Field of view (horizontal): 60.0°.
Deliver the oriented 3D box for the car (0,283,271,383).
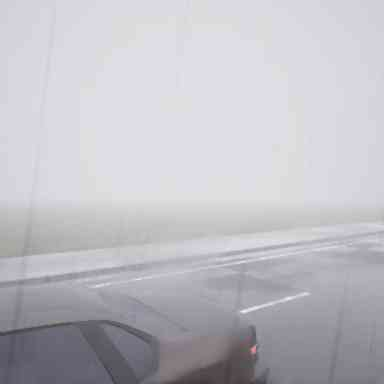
[{"bbox_3d":[-1.791,1.547,2.407,5.357,1.411,2.033,0,0,-36],"label":"car"}]
